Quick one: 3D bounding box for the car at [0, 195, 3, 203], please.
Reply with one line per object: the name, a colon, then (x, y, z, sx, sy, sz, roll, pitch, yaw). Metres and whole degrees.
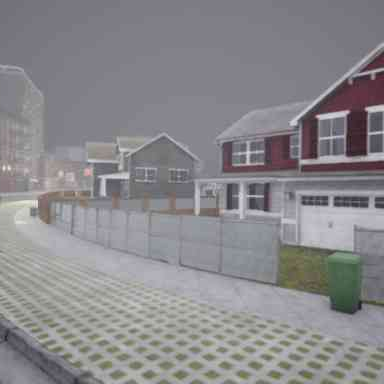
car: (-26.222, 0.773, 43.246, 1.837, 1.490, 4.892, 1, 2, -12)
